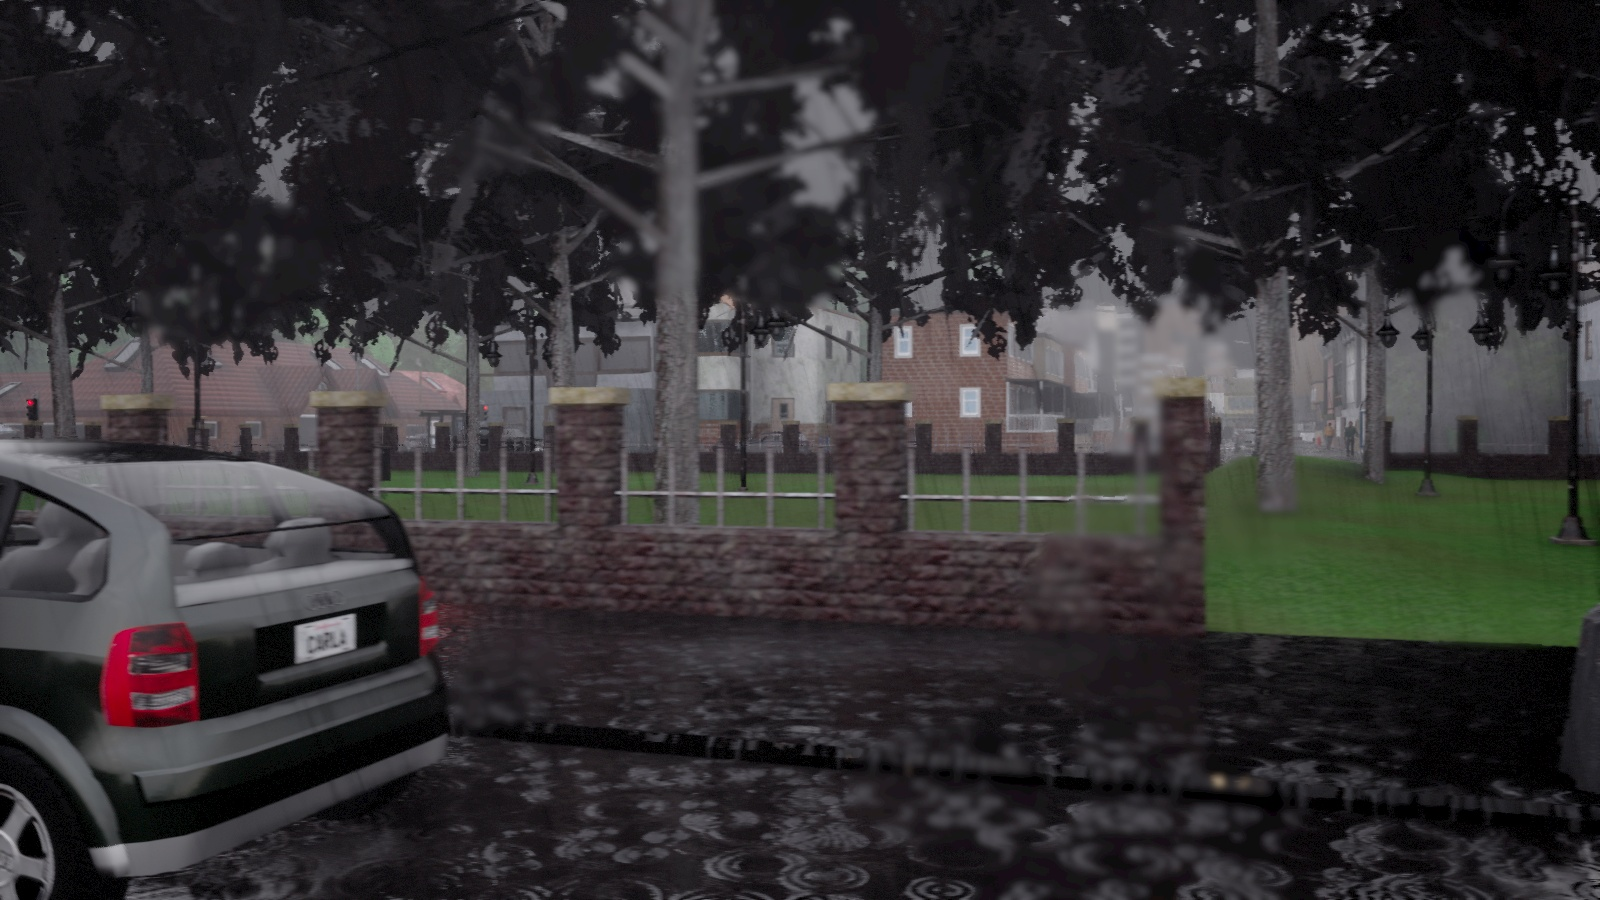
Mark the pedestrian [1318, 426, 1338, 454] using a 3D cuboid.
[{"bbox_3d":[35.084,-0.668,83.431,0.874,1.855,0.900,0,1,-6],"label":"pedestrian"}]

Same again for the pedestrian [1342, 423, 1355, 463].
[{"bbox_3d":[26.614,-0.339,60.938,0.423,1.949,0.788,1,1,36],"label":"pedestrian"}]

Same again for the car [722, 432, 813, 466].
[{"bbox_3d":[-1.463,-0.065,56.123,3.633,1.501,1.845,1,1,22],"label":"car"}]

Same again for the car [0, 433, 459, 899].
[{"bbox_3d":[-3.437,0.714,4.877,3.705,1.549,1.789,1,1,19],"label":"car"}]

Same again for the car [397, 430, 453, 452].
[{"bbox_3d":[-25.534,-0.630,85.580,1.845,1.501,3.633,1,1,19],"label":"car"}]

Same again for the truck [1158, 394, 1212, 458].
[{"bbox_3d":[24.604,-1.526,79.981,2.891,3.827,8.468,1,1,19],"label":"truck"}]

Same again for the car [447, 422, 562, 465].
[{"bbox_3d":[-13.104,-0.303,55.819,4.605,1.855,1.932,1,1,16],"label":"car"}]

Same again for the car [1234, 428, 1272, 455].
[{"bbox_3d":[28.681,-0.561,79.573,2.152,1.651,5.027,1,1,19],"label":"car"}]
